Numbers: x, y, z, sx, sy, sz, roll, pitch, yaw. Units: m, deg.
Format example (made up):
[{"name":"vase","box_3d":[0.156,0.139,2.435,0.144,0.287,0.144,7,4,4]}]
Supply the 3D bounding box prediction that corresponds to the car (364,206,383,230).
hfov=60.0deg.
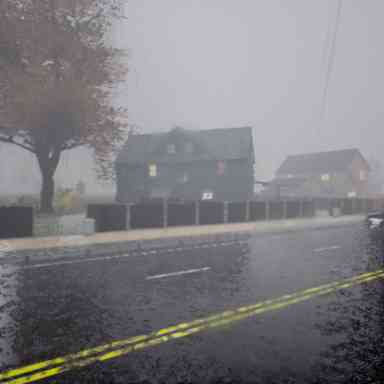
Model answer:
[{"name":"car","box_3d":[12.615,1.561,20.659,4.902,1.511,2.128,0,0,-35]}]
